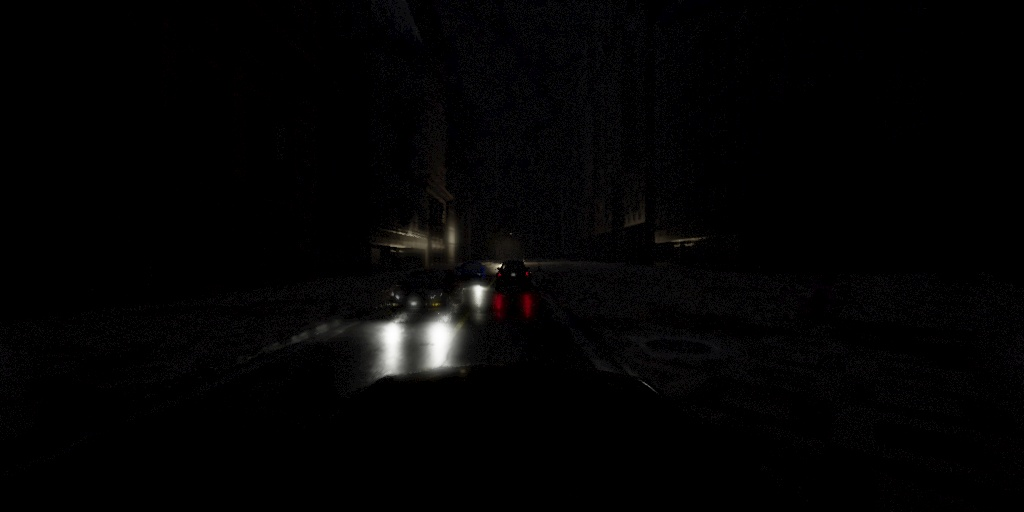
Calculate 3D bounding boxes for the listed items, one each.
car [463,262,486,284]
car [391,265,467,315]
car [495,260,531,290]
[{"bbox_3d":[-3.003,1.223,27.126,1.882,1.535,5.008,0,0,0],"label":"car"},{"bbox_3d":[-3.055,1.256,13.647,1.837,1.490,4.892,0,-1,1],"label":"car"},{"bbox_3d":[0.082,1.098,22.589,2.097,1.767,4.553,0,0,0],"label":"car"}]
